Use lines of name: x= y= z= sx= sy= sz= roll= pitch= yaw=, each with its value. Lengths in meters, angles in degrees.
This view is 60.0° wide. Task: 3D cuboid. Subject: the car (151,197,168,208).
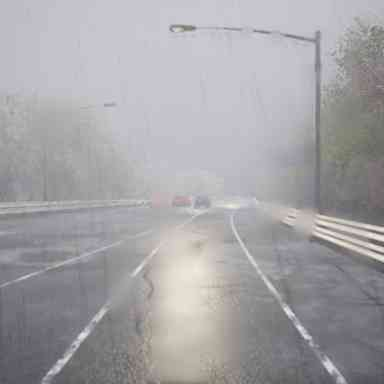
car: x=-5.117 y=1.633 z=53.826 sx=2.097 sy=1.767 sz=4.553 roll=0 pitch=0 yaw=10

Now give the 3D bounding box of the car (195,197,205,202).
car: x=2.325 y=2.125 z=94.930 sx=1.882 sy=1.535 sz=5.008 roll=0 pitch=-1 yaw=10

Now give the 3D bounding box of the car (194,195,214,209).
car: x=1.765 y=1.530 z=52.570 sx=2.150 sy=2.045 sz=5.566 roll=0 pitch=0 yaw=10

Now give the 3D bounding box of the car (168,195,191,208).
car: x=-1.663 y=1.518 z=53.253 sx=2.150 sy=2.045 sz=5.566 roll=0 pitch=0 yaw=10
